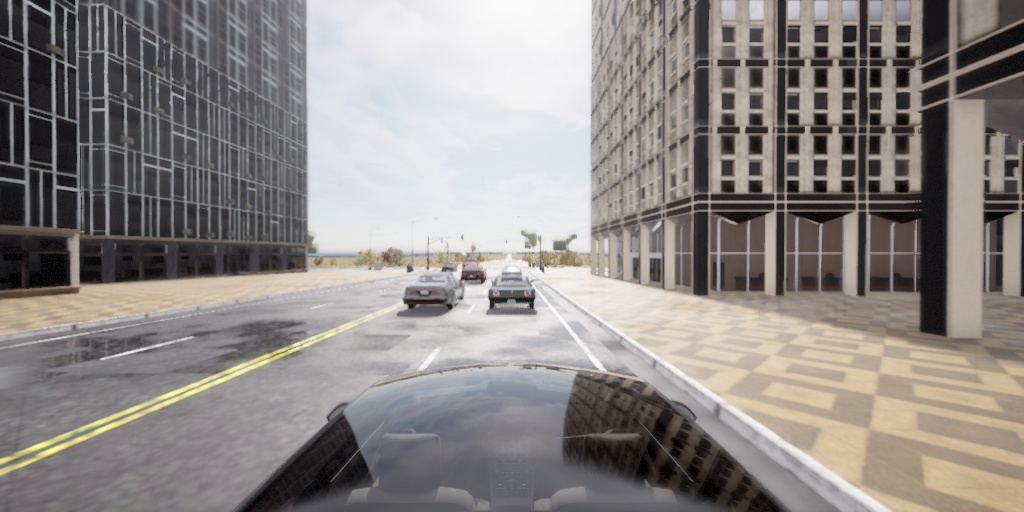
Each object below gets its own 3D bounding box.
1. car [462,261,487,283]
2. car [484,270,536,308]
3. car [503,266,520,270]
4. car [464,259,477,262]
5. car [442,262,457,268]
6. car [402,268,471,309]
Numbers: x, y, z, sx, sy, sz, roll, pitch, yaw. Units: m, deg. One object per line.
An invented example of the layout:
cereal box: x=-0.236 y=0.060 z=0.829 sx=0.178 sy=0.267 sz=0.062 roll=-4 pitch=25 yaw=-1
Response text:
car: x=-3.259 y=1.497 z=31.317 sx=1.882 sy=1.535 sz=5.008 roll=0 pitch=0 yaw=0
car: x=-0.005 y=1.483 z=15.951 sx=1.895 sy=1.301 sz=4.718 roll=0 pitch=0 yaw=0
car: x=-0.013 y=1.562 z=30.834 sx=2.033 sy=1.411 sz=5.357 roll=0 pitch=0 yaw=0
car: x=-6.528 y=1.434 z=56.552 sx=2.150 sy=2.045 sz=5.566 roll=0 pitch=-1 yaw=0
car: x=-9.781 y=1.738 z=56.285 sx=1.837 sy=1.490 sz=4.892 roll=0 pitch=-1 yaw=0
car: x=-3.256 y=1.428 z=15.832 sx=2.033 sy=1.411 sz=5.357 roll=0 pitch=0 yaw=0
